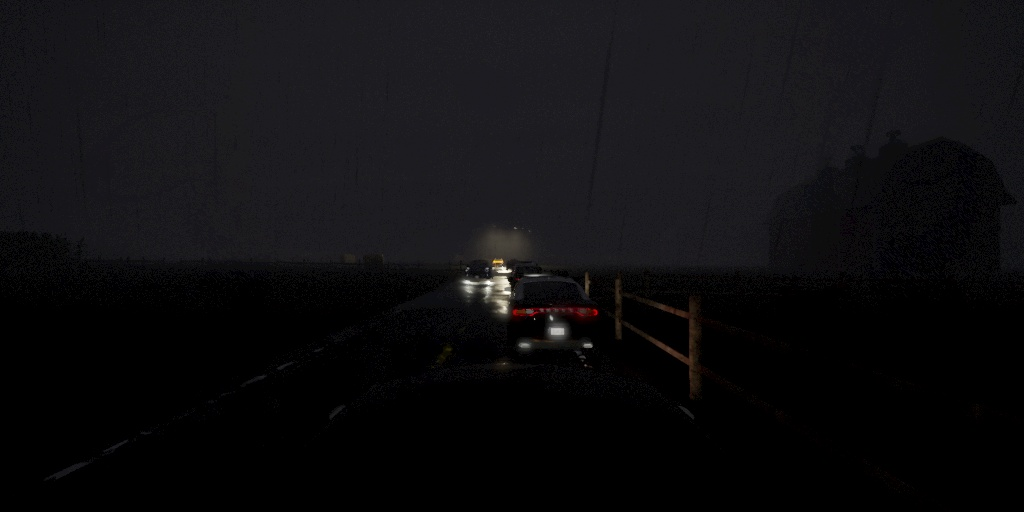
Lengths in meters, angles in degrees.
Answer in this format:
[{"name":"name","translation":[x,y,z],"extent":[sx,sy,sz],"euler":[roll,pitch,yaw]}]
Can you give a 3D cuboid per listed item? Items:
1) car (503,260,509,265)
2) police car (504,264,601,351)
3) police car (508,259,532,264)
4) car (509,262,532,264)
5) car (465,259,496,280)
[{"name":"car","translation":[0.171,1.220,49.512],"extent":[1.882,1.535,5.008],"euler":[0,0,0]},{"name":"police car","translation":[0.838,1.174,9.140],"extent":[1.930,1.638,5.238],"euler":[0,0,0]},{"name":"police car","translation":[0.878,1.173,25.140],"extent":[1.930,1.638,5.238],"euler":[0,0,0]},{"name":"car","translation":[0.862,1.253,19.030],"extent":[1.837,1.490,4.892],"euler":[0,0,0]},{"name":"car","translation":[-2.783,1.099,30.800],"extent":[2.097,1.767,4.553],"euler":[0,0,0]}]
